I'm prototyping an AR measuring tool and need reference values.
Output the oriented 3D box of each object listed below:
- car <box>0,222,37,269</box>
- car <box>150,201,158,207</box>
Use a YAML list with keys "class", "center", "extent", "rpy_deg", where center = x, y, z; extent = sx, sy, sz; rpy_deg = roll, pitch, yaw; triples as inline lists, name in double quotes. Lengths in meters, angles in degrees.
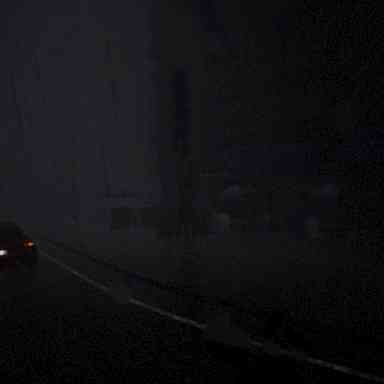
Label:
- class: "car"
  center: [-6.457, 1.676, 10.853]
  extent: [1.994, 1.385, 4.181]
  rpy_deg: [0, 0, -36]
- class: "car"
  center: [-4.628, 1.951, 52.418]
  extent: [4.181, 1.385, 1.994]
  rpy_deg: [0, 0, -36]
